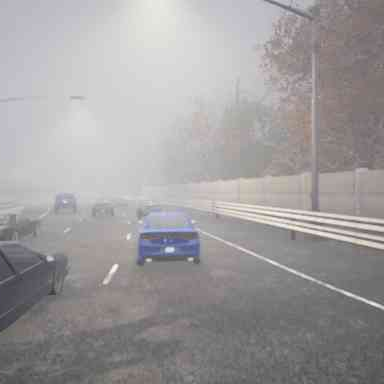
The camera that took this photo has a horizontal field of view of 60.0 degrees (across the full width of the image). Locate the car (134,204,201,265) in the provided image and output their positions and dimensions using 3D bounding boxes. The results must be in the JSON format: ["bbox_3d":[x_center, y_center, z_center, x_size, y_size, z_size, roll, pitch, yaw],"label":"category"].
[{"bbox_3d":[-0.861,1.422,11.616,1.882,1.535,5.008,0,0,-6],"label":"car"}]

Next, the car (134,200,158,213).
[{"bbox_3d":[-3.642,1.369,27.049,2.128,1.511,4.902,0,0,-14],"label":"car"}]

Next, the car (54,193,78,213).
[{"bbox_3d":[-13.556,1.088,35.791,2.150,2.045,5.566,0,0,-19],"label":"car"}]

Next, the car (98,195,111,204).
[{"bbox_3d":[-15.426,1.324,58.595,1.994,1.385,4.181,0,0,-19],"label":"car"}]

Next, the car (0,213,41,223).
[{"bbox_3d":[-8.153,1.555,14.530,1.895,1.301,4.718,0,0,-8],"label":"car"}]

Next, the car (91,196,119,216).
[{"bbox_3d":[-8.167,1.367,30.397,2.128,1.511,4.902,0,0,-16],"label":"car"}]

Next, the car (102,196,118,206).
[{"bbox_3d":[-12.997,1.384,52.465,1.895,1.301,4.718,0,0,-22],"label":"car"}]

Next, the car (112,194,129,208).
[{"bbox_3d":[-9.870,1.357,45.063,2.033,1.411,5.357,0,0,-23],"label":"car"}]

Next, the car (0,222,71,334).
[{"bbox_3d":[-3.669,1.532,5.476,2.033,1.411,5.357,0,0,-3],"label":"car"}]
